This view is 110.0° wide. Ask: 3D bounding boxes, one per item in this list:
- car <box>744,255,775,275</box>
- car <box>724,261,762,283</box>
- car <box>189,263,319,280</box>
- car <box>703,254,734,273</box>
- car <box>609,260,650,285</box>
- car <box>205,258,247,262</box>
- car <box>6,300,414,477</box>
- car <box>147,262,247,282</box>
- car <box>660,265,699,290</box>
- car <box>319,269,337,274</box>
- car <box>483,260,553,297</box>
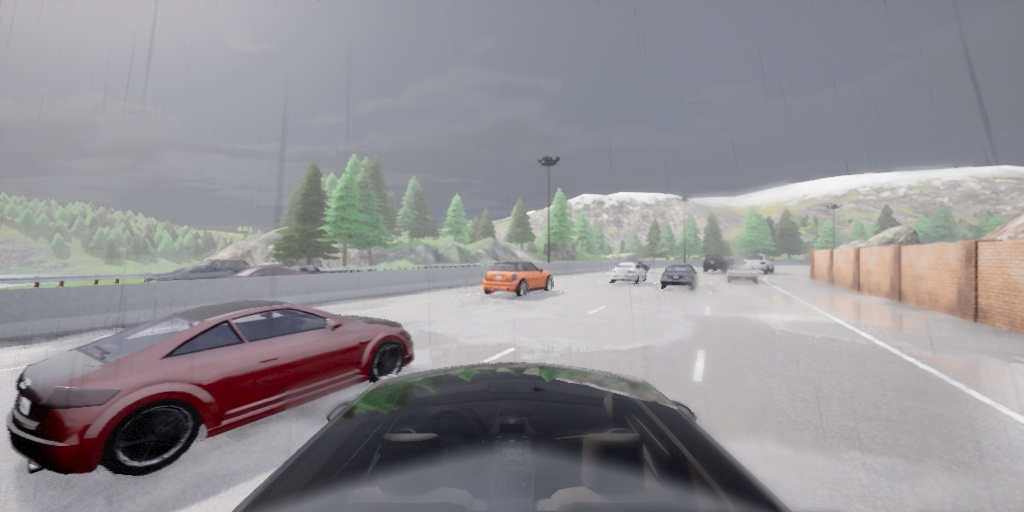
[{"bbox_3d":[26.590,0.866,38.589,2.150,2.045,5.566,0,0,44],"label":"car"},{"bbox_3d":[17.253,1.280,26.910,1.895,1.301,4.718,0,0,31],"label":"car"},{"bbox_3d":[-12.494,1.232,17.721,1.812,1.442,4.674,0,0,30],"label":"car"},{"bbox_3d":[23.465,0.860,40.429,5.566,2.045,2.150,0,-1,-45],"label":"car"},{"bbox_3d":[8.337,1.209,25.604,1.812,1.442,4.674,0,0,30],"label":"car"},{"bbox_3d":[-20.543,1.039,24.776,2.097,1.767,4.553,0,0,30],"label":"car"},{"bbox_3d":[-3.393,1.305,4.972,1.994,1.385,4.181,0,0,30],"label":"car"},{"bbox_3d":[-18.573,1.261,21.163,1.994,1.385,4.181,0,0,30],"label":"car"},{"bbox_3d":[10.388,1.240,22.141,2.033,1.411,5.357,0,0,30],"label":"car"},{"bbox_3d":[-13.717,1.293,22.628,1.895,1.301,4.718,0,0,30],"label":"car"},{"bbox_3d":[0.438,1.054,18.801,2.097,1.767,4.553,0,0,30],"label":"car"}]
